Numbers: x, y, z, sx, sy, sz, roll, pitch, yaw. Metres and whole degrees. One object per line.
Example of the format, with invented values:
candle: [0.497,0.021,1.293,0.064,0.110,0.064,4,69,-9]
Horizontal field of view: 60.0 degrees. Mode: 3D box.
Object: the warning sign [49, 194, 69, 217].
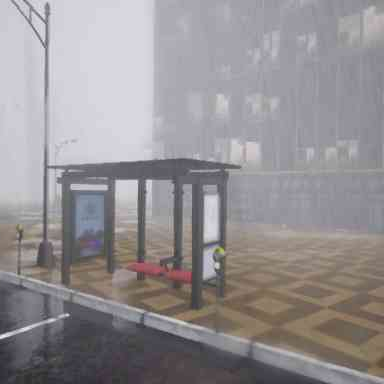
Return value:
warning sign: [-11.478,1.131,28.647,1.300,1.860,1.060,1,1,34]
